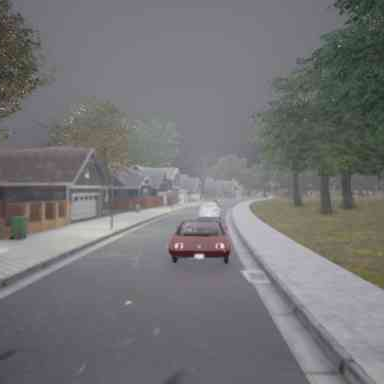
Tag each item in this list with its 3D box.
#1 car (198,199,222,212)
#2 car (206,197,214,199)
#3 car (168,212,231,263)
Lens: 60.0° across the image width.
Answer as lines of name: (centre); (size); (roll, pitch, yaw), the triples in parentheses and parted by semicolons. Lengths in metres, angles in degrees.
car: (1.542, 1.573, 28.229); (1.812, 1.442, 4.674); (0, 0, 6)
car: (3.238, 1.639, 58.883); (1.994, 1.385, 4.181); (0, 0, 12)
car: (0.350, 1.624, 12.053); (1.895, 1.301, 4.718); (0, 0, 3)
